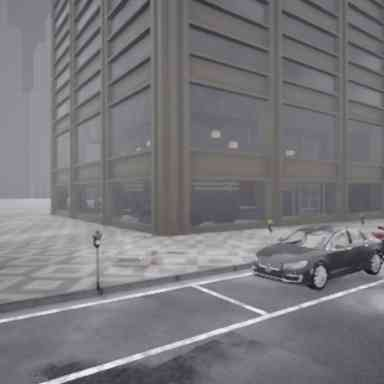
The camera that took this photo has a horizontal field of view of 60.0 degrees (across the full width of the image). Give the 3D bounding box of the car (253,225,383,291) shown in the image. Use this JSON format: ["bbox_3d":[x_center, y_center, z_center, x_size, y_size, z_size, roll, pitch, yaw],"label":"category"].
[{"bbox_3d":[3.572,1.609,9.090,4.403,1.369,2.008,1,-1,-35],"label":"car"}]
